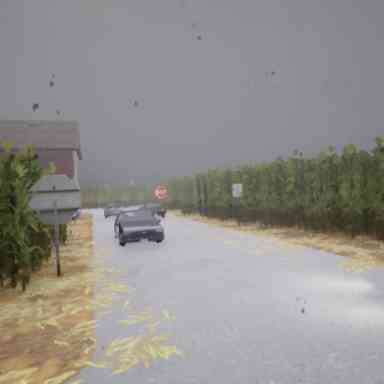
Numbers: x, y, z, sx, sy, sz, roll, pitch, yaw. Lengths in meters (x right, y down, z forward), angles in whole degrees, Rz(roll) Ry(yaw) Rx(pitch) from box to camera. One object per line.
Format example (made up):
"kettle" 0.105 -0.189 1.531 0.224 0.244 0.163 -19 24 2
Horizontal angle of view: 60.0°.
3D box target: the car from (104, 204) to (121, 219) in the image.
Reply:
"car" -7.705 1.826 32.959 1.895 1.301 4.718 -3 0 -16

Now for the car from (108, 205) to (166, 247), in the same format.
"car" -2.650 1.561 15.733 2.033 1.411 5.357 -3 0 -16

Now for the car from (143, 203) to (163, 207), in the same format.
"car" -3.751 1.644 30.687 1.895 1.301 4.718 -3 0 -16
